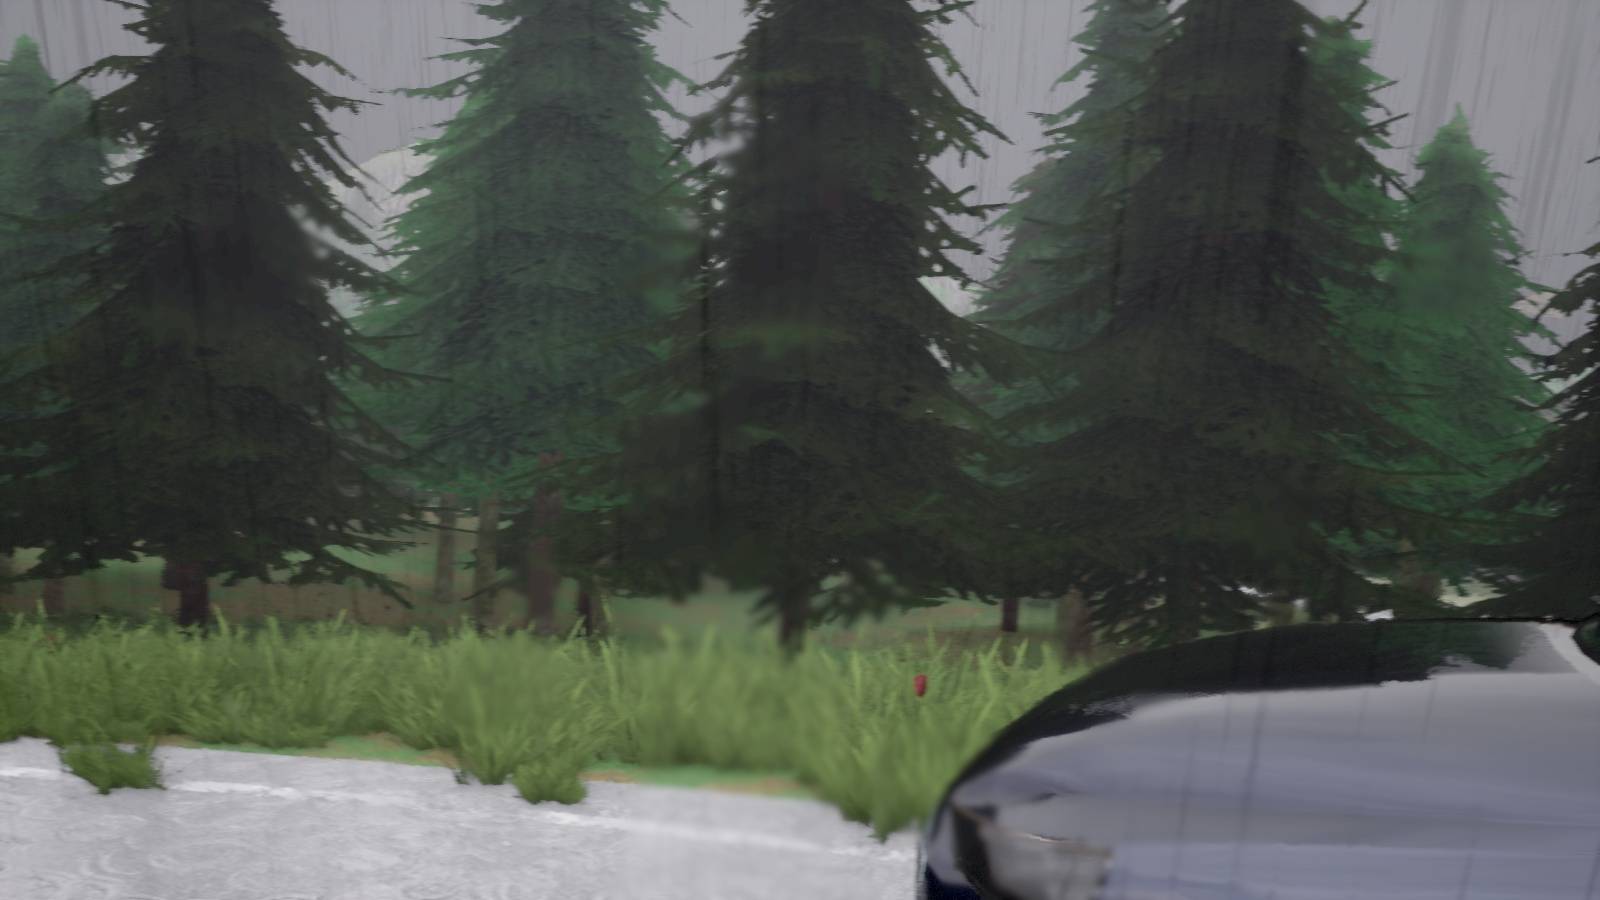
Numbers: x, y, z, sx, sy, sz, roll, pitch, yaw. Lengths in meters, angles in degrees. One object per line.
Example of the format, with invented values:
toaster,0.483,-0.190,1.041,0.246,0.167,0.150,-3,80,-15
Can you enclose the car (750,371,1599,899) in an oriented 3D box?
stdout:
car,2.551,0.742,1.954,4.856,1.649,2.033,1,1,24
